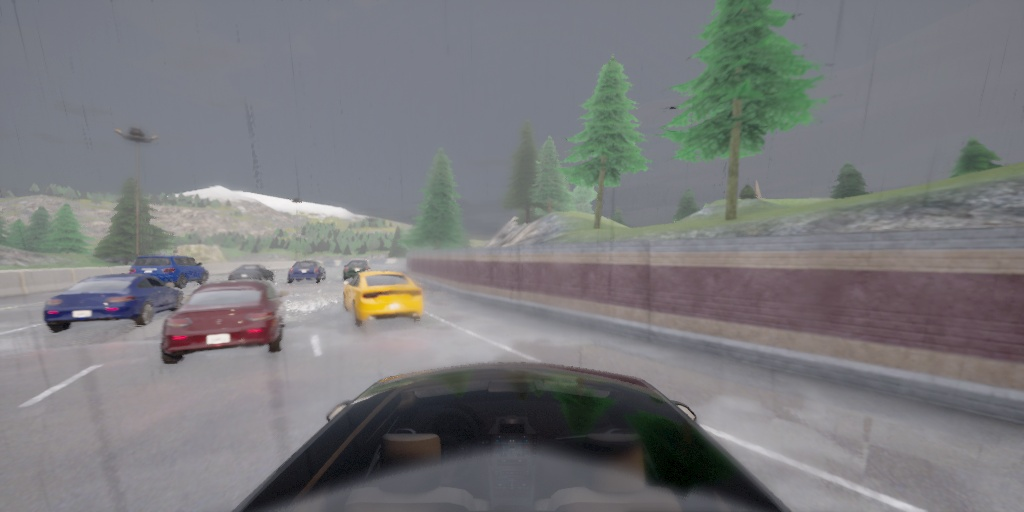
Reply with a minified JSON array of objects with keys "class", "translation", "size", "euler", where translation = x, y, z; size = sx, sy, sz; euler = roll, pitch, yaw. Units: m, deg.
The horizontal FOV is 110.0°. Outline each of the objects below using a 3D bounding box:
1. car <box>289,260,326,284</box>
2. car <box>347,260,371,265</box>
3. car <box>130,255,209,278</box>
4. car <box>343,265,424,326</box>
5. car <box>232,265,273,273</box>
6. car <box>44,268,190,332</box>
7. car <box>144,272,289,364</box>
[{"class":"car","translation":[-15.740,1.113,27.761],"size":[2.097,1.767,4.553],"euler":[0,0,-22]},{"class":"car","translation":[-12.959,1.115,30.259],"size":[2.097,1.767,4.553],"euler":[0,0,-21]},{"class":"car","translation":[-21.141,0.979,22.324],"size":[2.150,2.045,5.566],"euler":[0,0,-23]},{"class":"car","translation":[-4.418,1.232,11.976],"size":[1.882,1.535,5.008],"euler":[0,0,-30]},{"class":"car","translation":[-18.911,1.324,26.254],"size":[1.994,1.385,4.181],"euler":[0,0,-21]},{"class":"car","translation":[-11.851,1.279,10.983],"size":[1.812,1.442,4.674],"euler":[0,0,-29]},{"class":"car","translation":[-6.297,1.278,8.224],"size":[1.812,1.442,4.674],"euler":[0,0,-31]}]
